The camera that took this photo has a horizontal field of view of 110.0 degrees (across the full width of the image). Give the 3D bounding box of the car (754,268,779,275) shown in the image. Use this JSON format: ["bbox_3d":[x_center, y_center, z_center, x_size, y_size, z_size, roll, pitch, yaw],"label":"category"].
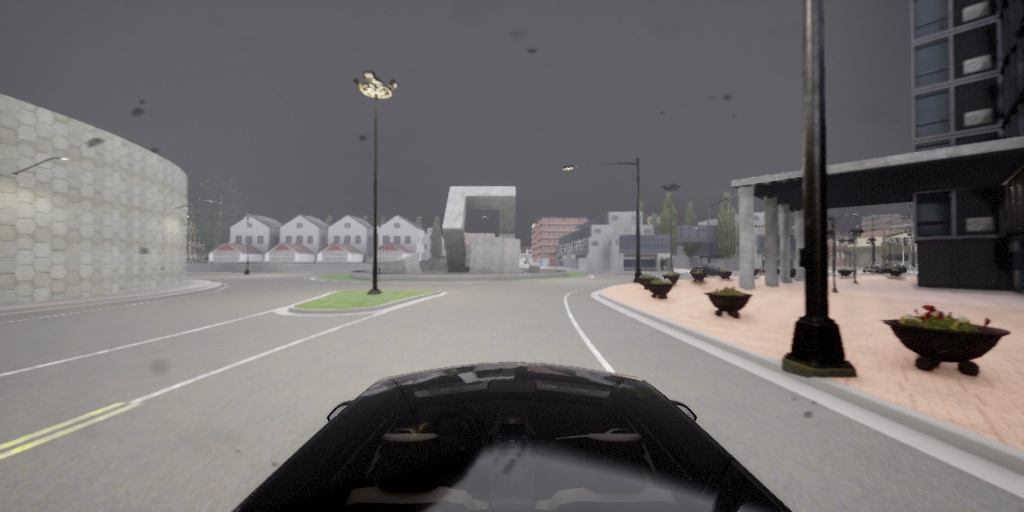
[{"bbox_3d":[36.144,1.986,49.781,4.718,1.301,1.895,0,-1,0],"label":"car"}]

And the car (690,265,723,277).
[{"bbox_3d":[23.841,1.795,43.612,4.902,1.511,2.128,0,-1,-30],"label":"car"}]
